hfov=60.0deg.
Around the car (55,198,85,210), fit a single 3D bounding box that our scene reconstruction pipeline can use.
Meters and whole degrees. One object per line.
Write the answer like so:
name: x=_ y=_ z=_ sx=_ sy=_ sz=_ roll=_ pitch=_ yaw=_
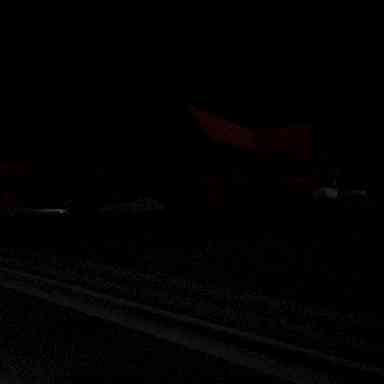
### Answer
car: x=-16.032 y=1.573 z=44.685 sx=1.812 sy=1.442 sz=4.674 roll=0 pitch=0 yaw=34
